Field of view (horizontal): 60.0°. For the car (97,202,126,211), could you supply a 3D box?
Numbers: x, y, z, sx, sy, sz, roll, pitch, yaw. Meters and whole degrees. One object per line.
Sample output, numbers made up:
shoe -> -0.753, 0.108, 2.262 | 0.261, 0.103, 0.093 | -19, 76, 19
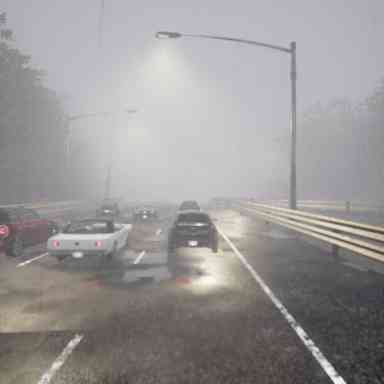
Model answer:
car -> -7.226, 1.584, 30.057 | 1.994, 1.385, 4.181 | 0, 0, -1

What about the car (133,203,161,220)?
car -> -3.680, 1.617, 27.907 | 1.895, 1.301, 4.718 | 0, 0, -1

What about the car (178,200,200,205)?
car -> -0.241, 1.496, 30.968 | 1.882, 1.535, 5.008 | 0, 0, -1

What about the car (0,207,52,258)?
car -> -6.976, 1.356, 12.967 | 2.097, 1.767, 4.553 | 0, 0, 0

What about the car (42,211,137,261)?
car -> -3.465, 1.603, 12.280 | 1.895, 1.301, 4.718 | 0, 0, 0

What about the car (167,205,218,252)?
car -> 0.018, 1.507, 13.839 | 1.837, 1.490, 4.892 | 0, 0, -1
